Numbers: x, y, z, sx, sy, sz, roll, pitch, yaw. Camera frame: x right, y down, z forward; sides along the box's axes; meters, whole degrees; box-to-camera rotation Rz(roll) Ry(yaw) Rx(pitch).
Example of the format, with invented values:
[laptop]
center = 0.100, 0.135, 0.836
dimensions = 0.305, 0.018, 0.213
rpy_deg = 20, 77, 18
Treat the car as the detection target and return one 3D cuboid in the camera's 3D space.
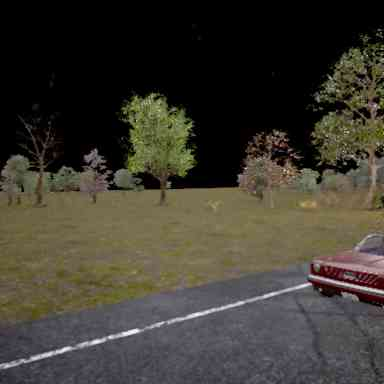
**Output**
[car]
center = 4.670, 1.601, 7.386
dimensions = 4.718, 1.301, 1.895
rpy_deg = 0, 0, -36
